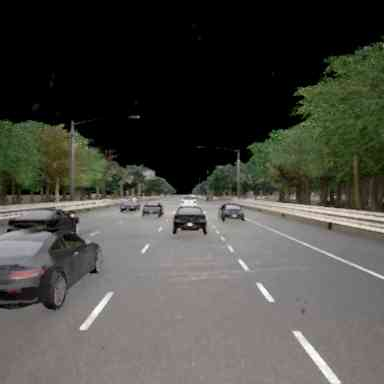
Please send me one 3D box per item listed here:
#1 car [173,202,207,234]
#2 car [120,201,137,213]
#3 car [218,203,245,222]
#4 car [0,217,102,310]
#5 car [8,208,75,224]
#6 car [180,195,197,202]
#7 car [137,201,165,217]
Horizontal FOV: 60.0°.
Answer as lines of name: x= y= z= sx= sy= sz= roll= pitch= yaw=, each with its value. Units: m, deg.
car: x=-0.141 y=1.586 z=20.151 sx=1.882 sy=1.535 sz=5.008 roll=0 pitch=0 yaw=-1
car: x=-7.400 y=1.797 z=40.413 sx=1.895 sy=1.301 sz=4.718 roll=0 pitch=0 yaw=-1
car: x=3.261 y=1.685 z=28.059 sx=1.812 sy=1.442 sz=4.674 roll=0 pitch=0 yaw=-1
car: x=-3.481 y=1.559 z=7.743 sx=1.812 sy=1.442 sz=4.674 roll=0 pitch=0 yaw=-1
car: x=-7.093 y=1.548 z=16.504 sx=1.882 sy=1.535 sz=5.008 roll=0 pitch=0 yaw=-1
car: x=-0.459 y=1.461 z=45.201 sx=2.150 sy=2.045 sz=5.566 roll=0 pitch=0 yaw=-1
car: x=-3.808 y=1.659 z=33.183 sx=2.128 sy=1.511 sz=4.902 roll=0 pitch=0 yaw=-1
